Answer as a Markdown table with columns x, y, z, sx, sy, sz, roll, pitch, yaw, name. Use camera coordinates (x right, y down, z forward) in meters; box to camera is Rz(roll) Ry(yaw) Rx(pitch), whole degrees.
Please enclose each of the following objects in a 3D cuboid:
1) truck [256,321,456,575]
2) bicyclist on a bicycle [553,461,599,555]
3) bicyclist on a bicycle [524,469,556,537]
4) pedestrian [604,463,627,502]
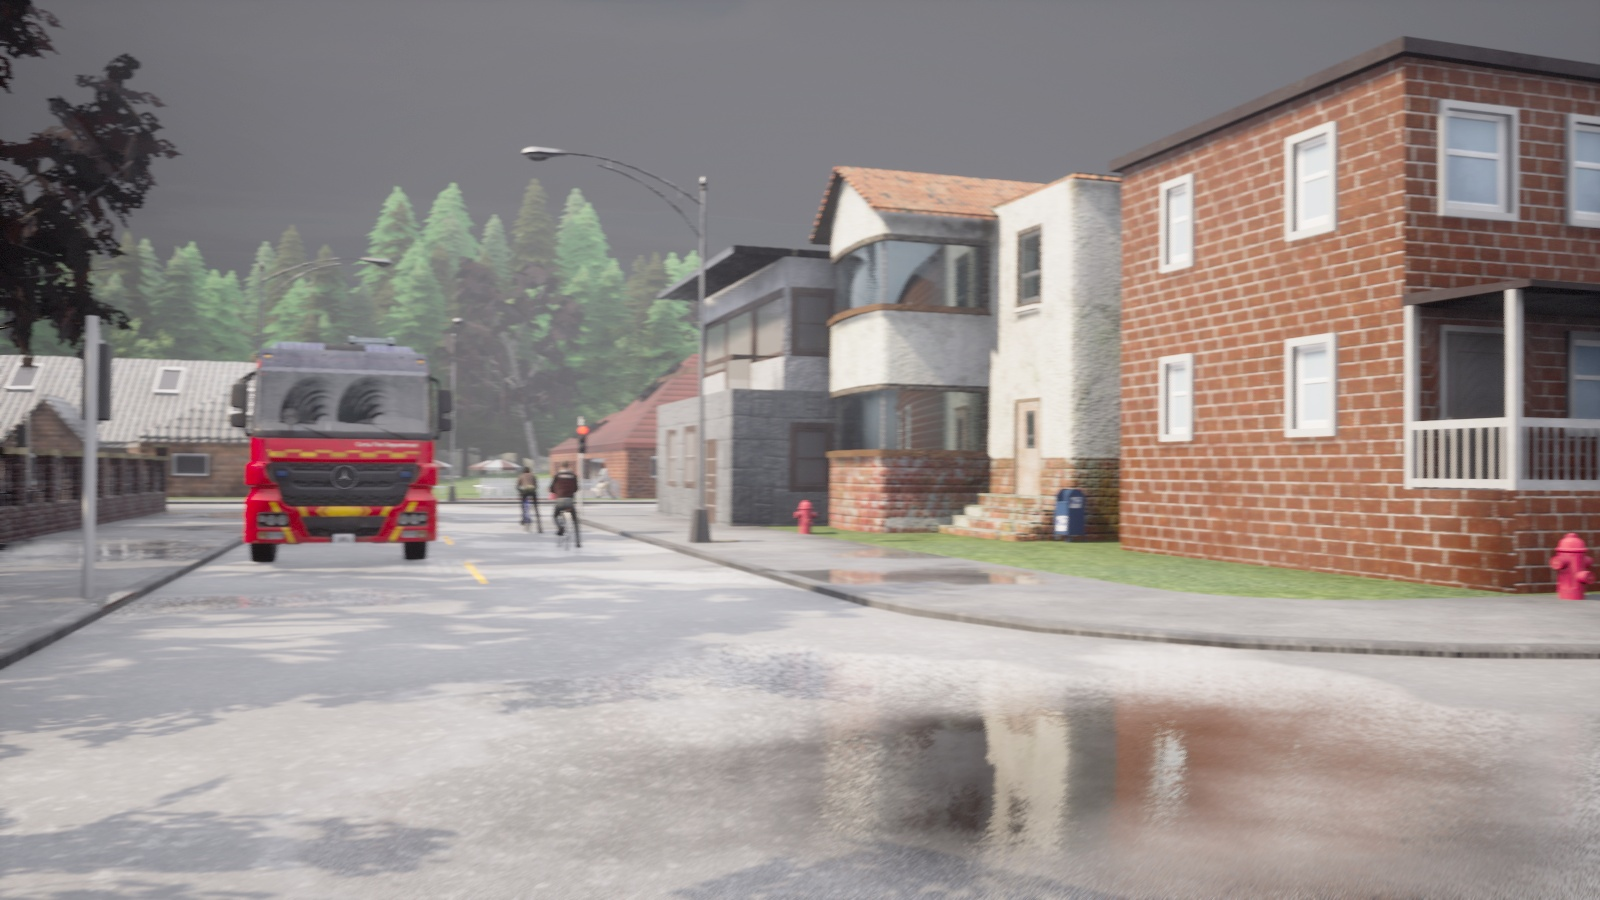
| x | y | z | sx | sy | sz | roll | pitch | yaw | name |
| --- | --- | --- | --- | --- | --- | --- | --- | --- | --- |
| -8.315 | 0.048 | 23.386 | 2.891 | 3.827 | 8.468 | 0 | -1 | -21 | truck |
| -4.407 | 1.104 | 24.627 | 0.659 | 1.776 | 1.843 | 0 | -1 | -18 | bicyclist on a bicycle |
| -6.407 | 1.293 | 30.908 | 0.582 | 1.620 | 1.656 | 0 | -1 | -18 | bicyclist on a bicycle |
| -8.866 | 1.550 | 60.348 | 0.900 | 1.855 | 0.874 | 0 | -1 | -20 | pedestrian |
